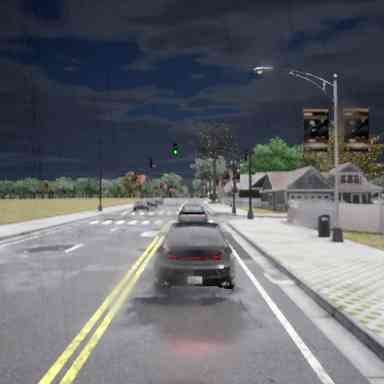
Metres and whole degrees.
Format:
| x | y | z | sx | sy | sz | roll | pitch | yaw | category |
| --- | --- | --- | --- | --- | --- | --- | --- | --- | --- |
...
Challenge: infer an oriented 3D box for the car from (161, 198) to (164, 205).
| x | y | z | sx | sy | sz | roll | pitch | yaw | category |
| --- | --- | --- | --- | --- | --- | --- | --- | --- | --- |
| -6.595 | 1.798 | 65.242 | 1.882 | 1.535 | 5.008 | 0 | 0 | 0 | car |

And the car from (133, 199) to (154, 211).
| x | y | z | sx | sy | sz | roll | pitch | yaw | category |
| --- | --- | --- | --- | --- | --- | --- | --- | --- | --- |
| -6.639 | 1.790 | 44.814 | 1.994 | 1.385 | 4.181 | 0 | 0 | 0 | car |

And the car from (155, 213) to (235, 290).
| x | y | z | sx | sy | sz | roll | pitch | yaw | category |
| --- | --- | --- | --- | --- | --- | --- | --- | --- | --- |
| 0.079 | 1.556 | 9.236 | 1.837 | 1.490 | 4.892 | 0 | 0 | 0 | car |

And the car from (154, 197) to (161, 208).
| x | y | z | sx | sy | sz | roll | pitch | yaw | category |
| --- | --- | --- | --- | --- | --- | --- | --- | --- | --- |
| -6.641 | 1.833 | 54.618 | 1.994 | 1.385 | 4.181 | 0 | 0 | 0 | car |

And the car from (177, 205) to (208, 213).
| x | y | z | sx | sy | sz | roll | pitch | yaw | category |
| --- | --- | --- | --- | --- | --- | --- | --- | --- | --- |
| 0.052 | 1.609 | 22.001 | 2.128 | 1.511 | 4.902 | 0 | 0 | 0 | car |
